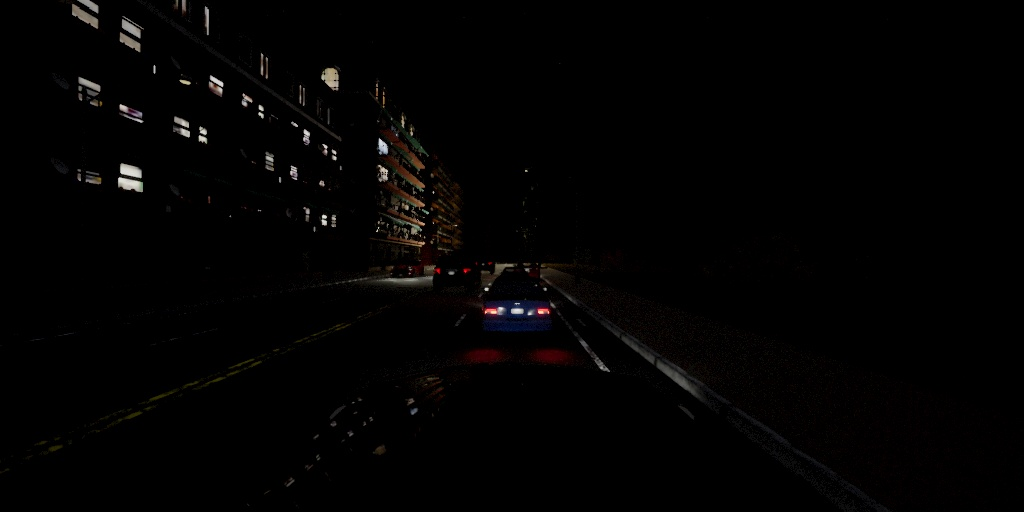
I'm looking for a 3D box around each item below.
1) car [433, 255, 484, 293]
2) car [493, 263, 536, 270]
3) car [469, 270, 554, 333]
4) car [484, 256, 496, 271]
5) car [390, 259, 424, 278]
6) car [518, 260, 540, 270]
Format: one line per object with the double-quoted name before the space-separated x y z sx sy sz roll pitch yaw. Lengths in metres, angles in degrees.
"car" -3.114 0.974 21.135 2.150 2.045 5.566 0 0 0
"car" 0.130 1.317 20.961 1.994 1.385 4.181 0 0 1
"car" 0.118 1.299 10.627 2.033 1.411 5.357 0 0 0
"car" -3.074 0.975 40.642 2.150 2.045 5.566 0 0 0
"car" -9.790 1.106 33.718 2.097 1.767 4.553 0 0 0
"car" 1.191 1.105 29.895 2.097 1.767 4.553 0 0 0
